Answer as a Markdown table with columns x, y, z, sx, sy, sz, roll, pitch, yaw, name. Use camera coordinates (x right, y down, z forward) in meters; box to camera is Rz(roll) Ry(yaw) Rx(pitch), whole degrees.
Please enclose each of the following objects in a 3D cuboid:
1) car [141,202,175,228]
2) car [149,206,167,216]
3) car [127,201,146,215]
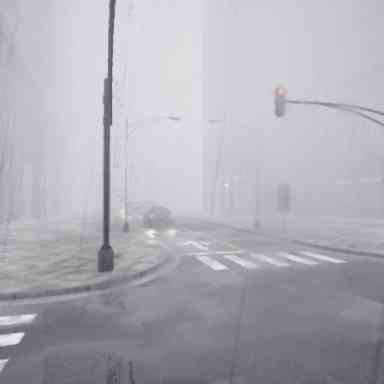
| x | y | z | sx | sy | sz | roll | pitch | yaw | name |
| --- | --- | --- | --- | --- | --- | --- | --- | --- | --- |
| -2.808 | 1.996 | 27.957 | 2.097 | 1.767 | 4.553 | 0 | -2 | -15 | car |
| -5.003 | 2.726 | 48.780 | 1.895 | 1.301 | 4.718 | 0 | -1 | -14 | car |
| -8.886 | 2.418 | 51.544 | 2.150 | 2.045 | 5.566 | 0 | -2 | -14 | car |
